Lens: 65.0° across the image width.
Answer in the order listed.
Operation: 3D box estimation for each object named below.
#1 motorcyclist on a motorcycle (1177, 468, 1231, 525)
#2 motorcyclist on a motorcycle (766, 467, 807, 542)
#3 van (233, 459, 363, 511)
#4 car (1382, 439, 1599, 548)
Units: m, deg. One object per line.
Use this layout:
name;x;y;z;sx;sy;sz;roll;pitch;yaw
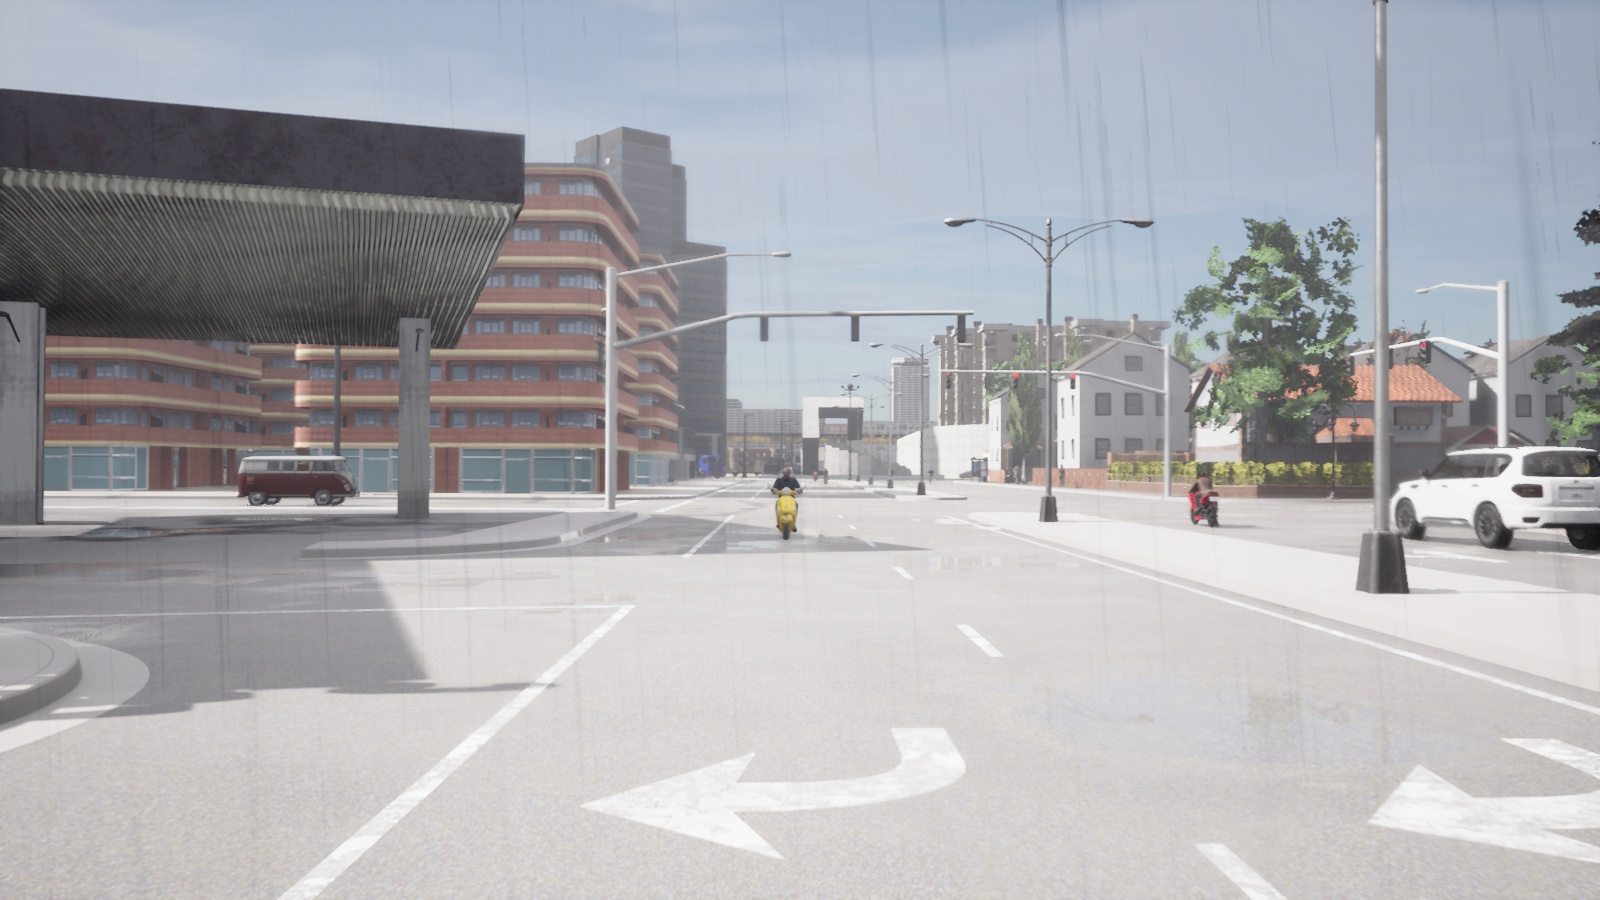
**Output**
motorcyclist on a motorcycle;11.128;1.260;34.647;0.797;1.523;2.044;0;-1;-1
motorcyclist on a motorcycle;-0.299;1.177;27.807;0.866;1.590;1.817;0;-1;-1
van;-19.900;1.384;49.903;4.442;1.987;1.775;0;-1;-2
car;14.724;0.863;26.577;2.150;2.045;5.566;0;-1;-1
